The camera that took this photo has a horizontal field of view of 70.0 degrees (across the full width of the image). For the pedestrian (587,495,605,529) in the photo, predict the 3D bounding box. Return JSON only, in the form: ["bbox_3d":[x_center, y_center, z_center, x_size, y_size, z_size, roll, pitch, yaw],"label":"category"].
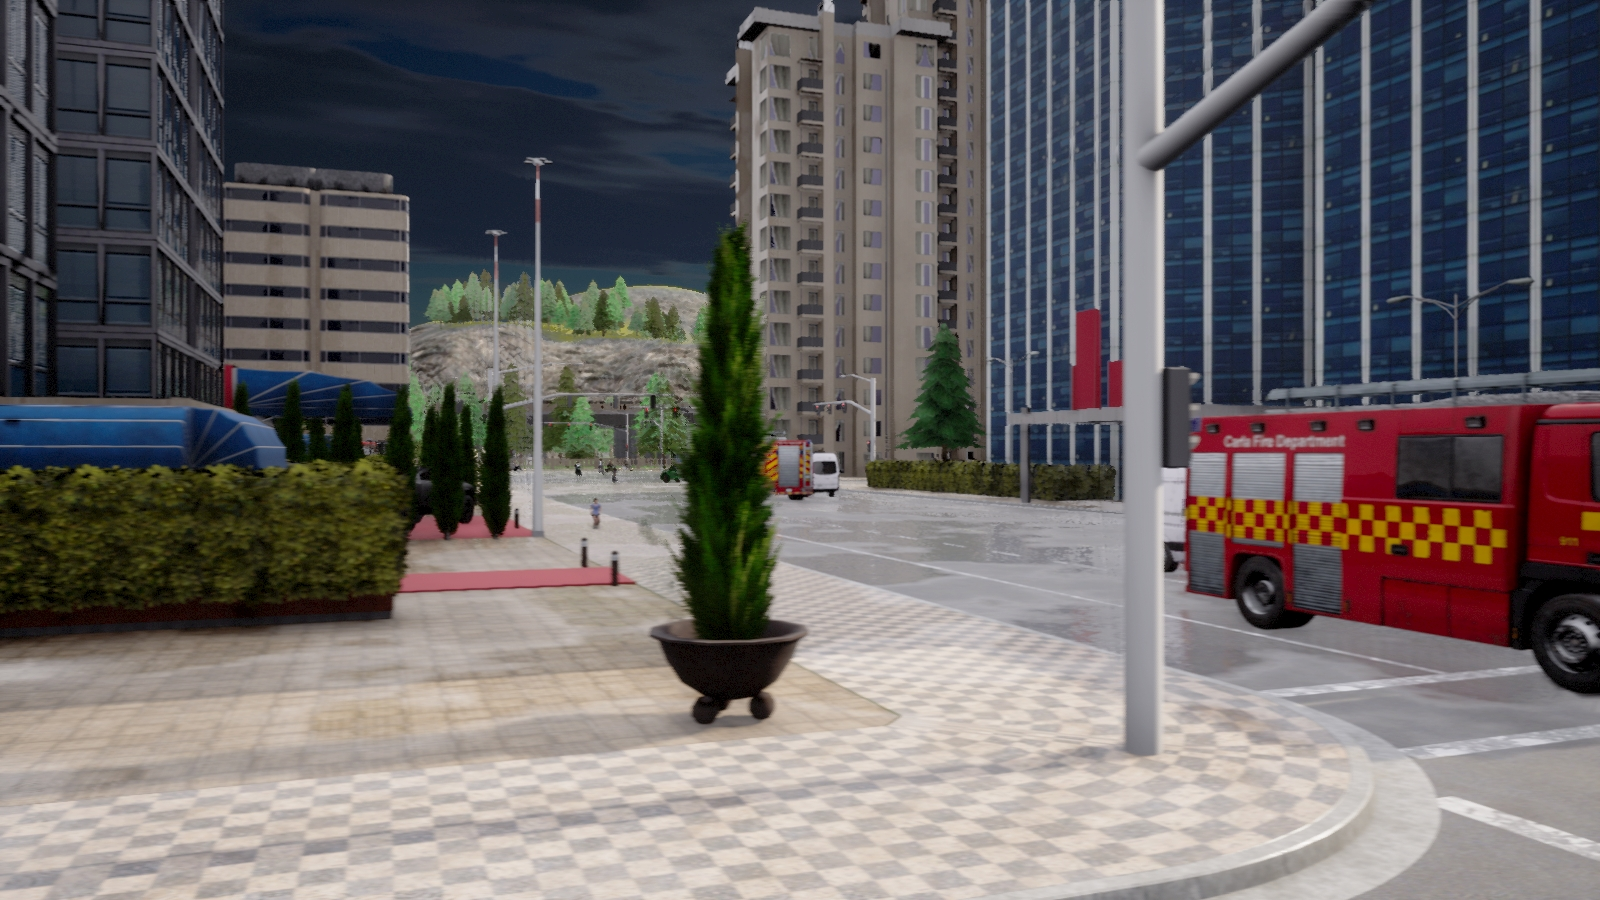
[{"bbox_3d":[-6.853,2.074,38.305,0.500,1.100,0.500,0,0,-22],"label":"pedestrian"}]

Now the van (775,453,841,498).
[{"bbox_3d":[0.436,1.523,69.235,1.988,2.561,5.915,0,-1,-21],"label":"van"}]

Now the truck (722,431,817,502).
[{"bbox_3d":[-1.894,0.886,66.191,2.891,3.827,8.468,0,0,-21],"label":"truck"}]

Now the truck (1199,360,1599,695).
[{"bbox_3d":[9.616,0.887,15.902,2.891,3.827,8.468,0,0,-21],"label":"truck"}]
